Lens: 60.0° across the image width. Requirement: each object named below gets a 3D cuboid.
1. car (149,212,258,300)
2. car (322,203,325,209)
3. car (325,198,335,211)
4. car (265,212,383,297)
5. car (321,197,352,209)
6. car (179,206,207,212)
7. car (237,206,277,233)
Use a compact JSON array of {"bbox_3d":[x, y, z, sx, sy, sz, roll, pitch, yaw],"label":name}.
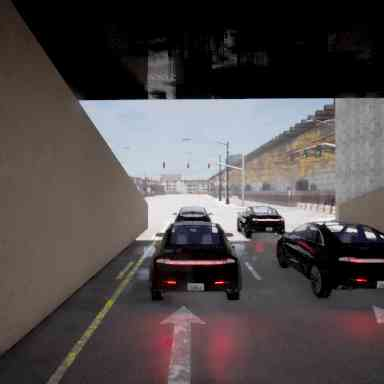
[{"bbox_3d":[0.064,1.491,8.395,2.128,1.511,4.902,0,0,0],"label":"car"},{"bbox_3d":[17.410,1.452,40.083,2.038,1.542,4.974,0,0,45],"label":"car"},{"bbox_3d":[17.320,1.452,35.476,2.038,1.542,4.974,0,0,-35],"label":"car"},{"bbox_3d":[3.561,1.491,8.557,2.128,1.511,4.902,0,0,0],"label":"car"},{"bbox_3d":[17.446,1.295,40.120,1.853,1.218,4.536,0,0,45],"label":"car"},{"bbox_3d":[0.043,1.505,17.515,1.837,1.490,4.892,0,0,0],"label":"car"},{"bbox_3d":[3.541,1.491,17.690,2.128,1.511,4.902,0,0,0],"label":"car"}]
